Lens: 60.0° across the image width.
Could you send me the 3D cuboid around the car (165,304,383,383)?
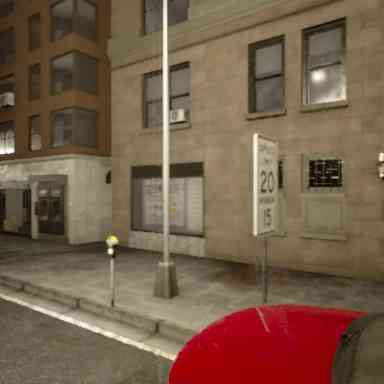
[{"bbox_3d":[2.064,1.310,1.441,5.009,1.841,2.192,0,0,35],"label":"car"}]
